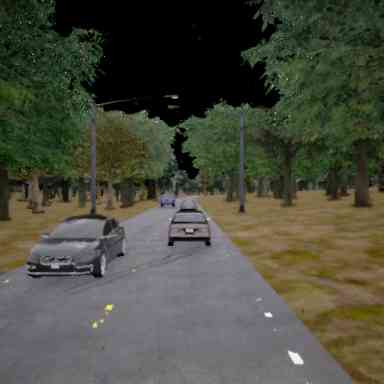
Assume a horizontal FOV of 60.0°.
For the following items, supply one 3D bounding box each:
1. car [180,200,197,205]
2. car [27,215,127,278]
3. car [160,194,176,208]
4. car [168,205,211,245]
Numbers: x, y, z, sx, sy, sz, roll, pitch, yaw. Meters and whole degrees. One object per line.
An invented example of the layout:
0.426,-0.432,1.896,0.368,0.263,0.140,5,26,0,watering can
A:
-0.372,1.603,37.716,1.994,1.385,4.181,0,0,-1,car
-3.257,1.511,10.275,1.837,1.490,4.892,0,0,-1,car
-3.694,1.288,51.153,2.150,2.045,5.566,0,0,0,car
-0.121,1.557,15.556,2.033,1.411,5.357,0,0,-1,car
